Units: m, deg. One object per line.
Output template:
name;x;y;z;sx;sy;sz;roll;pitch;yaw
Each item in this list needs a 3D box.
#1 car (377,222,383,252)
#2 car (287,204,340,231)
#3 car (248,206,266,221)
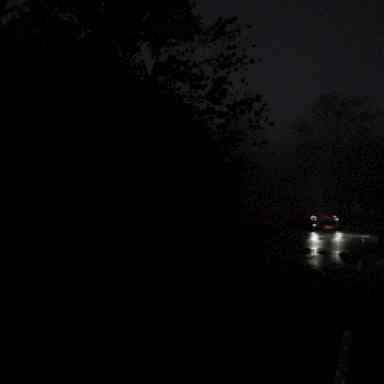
car;8.994;1.688;13.937;1.882;1.535;5.008;-1;-1;26
car;8.637;1.787;24.019;2.097;1.767;4.553;0;-2;-7
car;5.425;2.324;35.878;5.008;1.535;1.882;-2;-3;36
